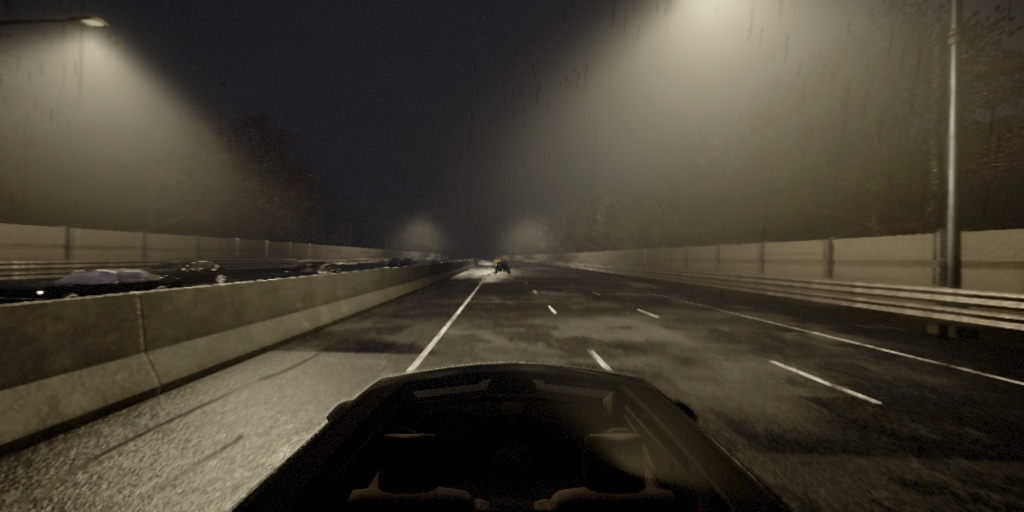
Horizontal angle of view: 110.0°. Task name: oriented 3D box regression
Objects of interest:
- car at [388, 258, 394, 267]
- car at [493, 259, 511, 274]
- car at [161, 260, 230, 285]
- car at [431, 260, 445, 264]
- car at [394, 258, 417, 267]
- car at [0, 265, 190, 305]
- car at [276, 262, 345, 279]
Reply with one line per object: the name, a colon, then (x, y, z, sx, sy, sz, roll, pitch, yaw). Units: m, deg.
car: (-19.543, 1.085, 60.642, 1.837, 1.490, 4.892, 1, 0, -2)
car: (-1.182, 1.402, 44.525, 1.837, 1.490, 4.892, 1, -1, -2)
car: (-17.929, 0.973, 19.624, 1.837, 1.490, 4.892, 1, 0, -1)
car: (-12.564, 1.287, 61.057, 1.994, 1.385, 4.181, 1, 0, -2)
car: (-15.725, 1.120, 54.116, 1.882, 1.535, 5.008, 1, 0, -2)
car: (-14.242, 1.113, 12.357, 1.895, 1.301, 4.718, 1, 0, -1)
car: (-10.936, 1.111, 19.814, 1.837, 1.490, 4.892, 1, 0, -2)
